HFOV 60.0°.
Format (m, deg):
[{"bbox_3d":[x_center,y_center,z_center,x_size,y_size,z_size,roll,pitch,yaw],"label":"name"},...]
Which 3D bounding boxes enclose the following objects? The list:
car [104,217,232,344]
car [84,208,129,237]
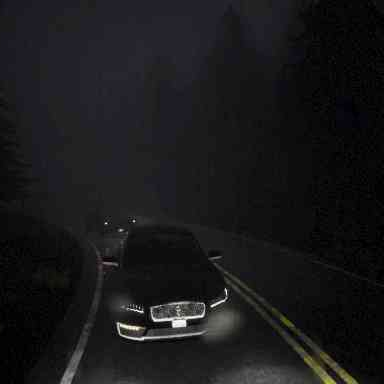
[{"bbox_3d":[-0.644,1.494,6.793,1.837,1.490,4.892,-1,0,-11],"label":"car"},{"bbox_3d":[-4.630,1.610,18.533,1.895,1.301,4.718,-3,1,-29],"label":"car"}]
